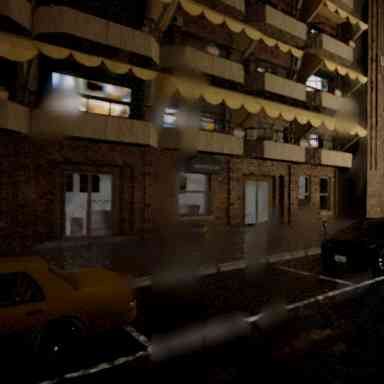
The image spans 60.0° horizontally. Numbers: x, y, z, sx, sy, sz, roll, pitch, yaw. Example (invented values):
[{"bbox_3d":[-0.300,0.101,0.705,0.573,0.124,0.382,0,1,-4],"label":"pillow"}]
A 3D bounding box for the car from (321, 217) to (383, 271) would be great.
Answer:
[{"bbox_3d":[6.045,1.536,10.814,4.313,1.339,1.947,0,1,-35],"label":"car"}]

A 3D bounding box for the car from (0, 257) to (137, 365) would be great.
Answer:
[{"bbox_3d":[-3.125,1.526,4.271,4.829,1.417,1.752,0,1,-35],"label":"car"}]
